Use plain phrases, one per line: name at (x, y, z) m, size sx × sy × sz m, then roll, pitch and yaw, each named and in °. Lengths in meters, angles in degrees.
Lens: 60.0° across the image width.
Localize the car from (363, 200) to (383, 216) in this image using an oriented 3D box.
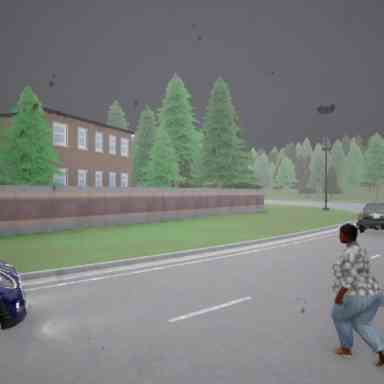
car at (19.406, 1.547, 34.202) m, size 2.033 × 1.411 × 5.357 m, roll 0°, pitch 0°, yaw 13°

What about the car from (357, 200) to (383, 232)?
car at (11.301, 1.353, 19.403) m, size 2.097 × 1.767 × 4.553 m, roll 0°, pitch 0°, yaw 42°

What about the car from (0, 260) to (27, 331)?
car at (-4.900, 1.352, 4.713) m, size 4.553 × 1.767 × 2.097 m, roll 0°, pitch 0°, yaw -35°

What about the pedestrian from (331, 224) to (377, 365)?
pedestrian at (2.150, 1.294, 4.423) m, size 0.375 × 1.860 × 0.375 m, roll 0°, pitch 0°, yaw -38°
